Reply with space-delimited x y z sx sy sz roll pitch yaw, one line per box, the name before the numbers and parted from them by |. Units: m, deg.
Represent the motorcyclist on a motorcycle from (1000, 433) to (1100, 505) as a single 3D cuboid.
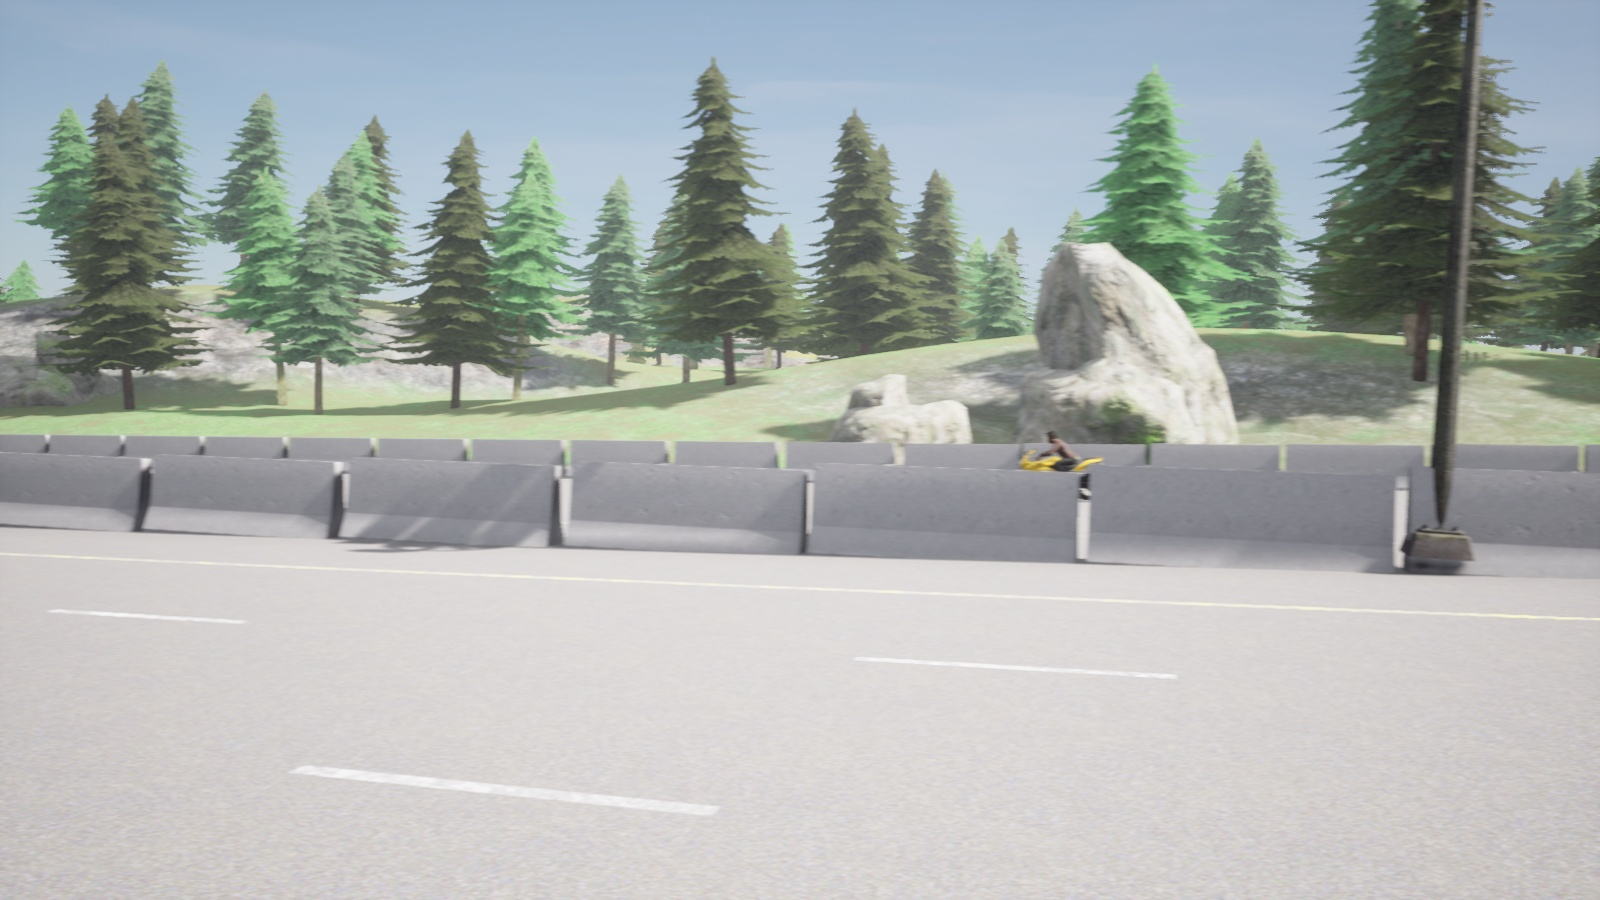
motorcyclist on a motorcycle | 5.420 0.391 27.216 2.044 1.523 0.797 1 1 19
